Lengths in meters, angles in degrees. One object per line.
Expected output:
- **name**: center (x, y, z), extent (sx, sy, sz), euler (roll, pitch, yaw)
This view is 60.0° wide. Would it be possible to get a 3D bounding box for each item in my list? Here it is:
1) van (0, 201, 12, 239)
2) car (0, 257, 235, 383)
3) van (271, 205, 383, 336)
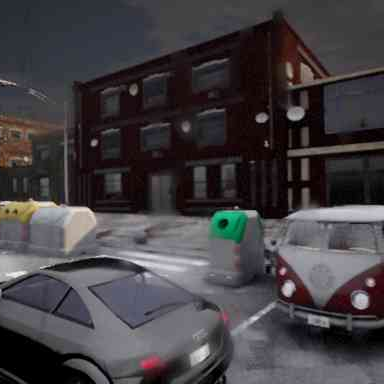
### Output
- **van**: center (-10.299, 1.480, 16.329), extent (1.878, 1.987, 4.442), euler (-1, 0, 35)
- **car**: center (-1.556, 1.616, 4.468), extent (4.181, 1.385, 1.994), euler (-1, -1, 35)
- **van**: center (3.091, 1.282, 6.609), extent (1.878, 1.987, 4.442), euler (-1, -1, 35)
